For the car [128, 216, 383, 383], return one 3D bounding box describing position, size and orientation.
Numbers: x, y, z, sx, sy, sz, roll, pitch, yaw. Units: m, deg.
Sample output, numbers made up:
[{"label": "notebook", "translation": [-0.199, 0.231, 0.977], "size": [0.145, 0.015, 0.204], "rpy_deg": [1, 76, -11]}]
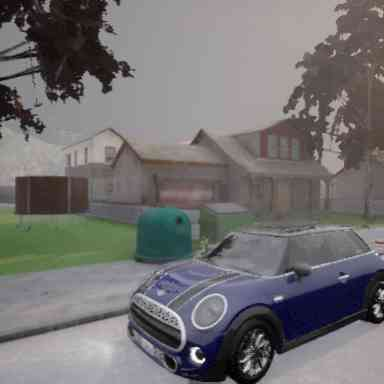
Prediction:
[{"label": "car", "translation": [1.268, 1.347, 5.506], "size": [4.553, 1.767, 2.097], "rpy_deg": [0, 0, -35]}]
